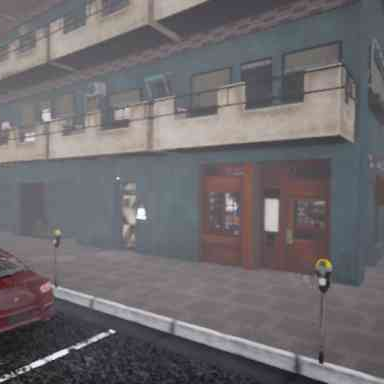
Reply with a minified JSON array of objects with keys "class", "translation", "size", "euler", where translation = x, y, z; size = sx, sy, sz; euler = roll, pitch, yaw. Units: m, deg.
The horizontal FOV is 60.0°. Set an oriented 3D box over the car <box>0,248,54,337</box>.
[{"class":"car","translation":[-4.065,1.585,5.761],"size":[4.206,1.307,1.802],"euler":[0,1,35]}]
